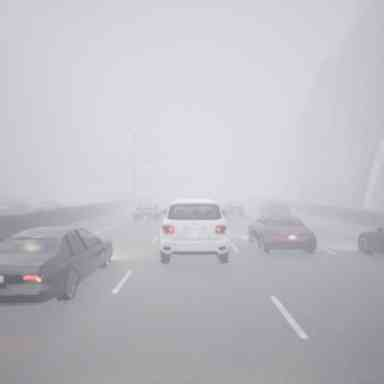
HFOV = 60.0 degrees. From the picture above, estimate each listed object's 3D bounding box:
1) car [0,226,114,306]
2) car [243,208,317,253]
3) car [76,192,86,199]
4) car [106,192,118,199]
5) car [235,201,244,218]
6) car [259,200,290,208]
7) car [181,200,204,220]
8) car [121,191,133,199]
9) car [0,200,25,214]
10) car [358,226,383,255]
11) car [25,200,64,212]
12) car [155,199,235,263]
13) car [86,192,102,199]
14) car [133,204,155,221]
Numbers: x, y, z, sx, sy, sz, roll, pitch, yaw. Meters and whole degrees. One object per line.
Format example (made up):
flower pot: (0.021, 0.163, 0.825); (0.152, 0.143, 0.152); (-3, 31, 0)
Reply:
car: (-3.427, 1.579, 8.347); (2.033, 1.411, 5.357); (0, 0, 0)
car: (3.572, 1.584, 13.827); (1.994, 1.385, 4.181); (0, 0, 0)
car: (-24.644, 0.707, 74.991); (2.128, 1.511, 4.902); (0, 1, 0)
car: (-17.641, 0.775, 73.197); (1.837, 1.490, 4.892); (0, 1, 0)
car: (3.542, 1.490, 29.482); (1.812, 1.442, 4.674); (0, 0, 0)
car: (7.042, 1.468, 28.645); (1.837, 1.490, 4.892); (0, 0, 0)
car: (0.042, 1.480, 28.642); (1.837, 1.490, 4.892); (0, 0, 0)
car: (-14.141, 0.623, 73.231); (2.097, 1.767, 4.553); (0, 1, 0)
car: (-17.658, 1.527, 32.736); (2.033, 1.411, 5.357); (0, 0, 0)
car: (7.073, 1.538, 10.424); (1.812, 1.442, 4.674); (0, 0, 0)
car: (-14.156, 1.499, 32.748); (1.812, 1.442, 4.674); (0, 0, 0)
car: (0.075, 1.248, 12.292); (2.150, 2.045, 5.566); (0, 0, 0)
car: (-21.141, 0.833, 73.191); (1.994, 1.385, 4.181); (0, 1, 0)
car: (-3.455, 1.593, 26.790); (1.895, 1.301, 4.718); (0, 0, 0)
